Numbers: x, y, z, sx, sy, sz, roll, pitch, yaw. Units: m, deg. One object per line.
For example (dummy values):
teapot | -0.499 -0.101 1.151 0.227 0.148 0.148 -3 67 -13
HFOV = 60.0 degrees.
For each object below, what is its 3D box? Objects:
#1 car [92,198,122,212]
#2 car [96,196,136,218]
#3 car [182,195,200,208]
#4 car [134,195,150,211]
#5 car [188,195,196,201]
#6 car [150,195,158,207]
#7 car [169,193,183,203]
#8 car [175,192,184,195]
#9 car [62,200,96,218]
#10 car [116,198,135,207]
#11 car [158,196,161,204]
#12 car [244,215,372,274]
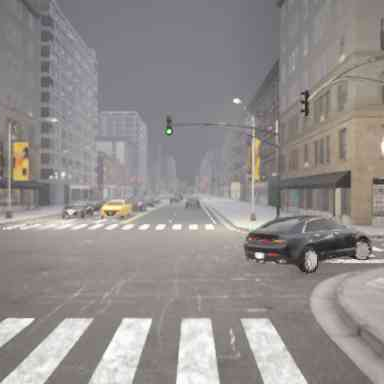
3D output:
car | -9.797 1.474 38.937 2.033 1.411 5.357 0 0 1
car | -6.577 1.423 29.313 1.882 1.535 5.008 0 0 0
car | 0.119 1.401 46.330 2.128 1.511 4.902 0 0 0
car | -6.542 1.279 38.576 2.097 1.767 4.553 0 0 0
car | 0.031 1.426 80.186 1.895 1.301 4.718 0 0 0
car | -6.481 1.469 48.370 1.994 1.385 4.181 0 0 0
car | -3.220 1.378 62.795 1.837 1.490 4.892 0 1 0
car | -3.219 1.056 80.582 2.150 2.045 5.566 0 0 0
car | -9.879 1.438 29.190 2.128 1.511 4.902 0 0 -3
car | -9.731 1.505 48.965 1.895 1.301 4.718 0 0 0
car | -6.478 1.387 58.453 1.837 1.490 4.892 0 0 0
car | 3.805 1.495 10.624 4.892 1.490 1.837 0 -4 -37
